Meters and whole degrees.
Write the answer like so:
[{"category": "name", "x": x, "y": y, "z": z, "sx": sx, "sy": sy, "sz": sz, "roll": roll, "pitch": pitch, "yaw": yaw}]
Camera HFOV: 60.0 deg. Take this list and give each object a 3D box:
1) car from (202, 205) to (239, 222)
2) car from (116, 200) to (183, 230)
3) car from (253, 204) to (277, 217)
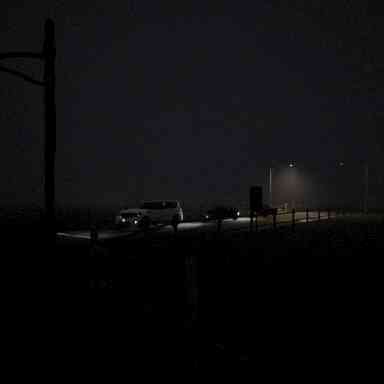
[{"category": "car", "x": 2.849, "y": 2.067, "z": 32.547, "sx": 2.128, "sy": 1.511, "sz": 4.902, "roll": 0, "pitch": -1, "yaw": 36}, {"category": "car", "x": -2.964, "y": 1.608, "z": 24.606, "sx": 2.150, "sy": 2.045, "sz": 5.566, "roll": 0, "pitch": -1, "yaw": 36}, {"category": "car", "x": 8.877, "y": 2.266, "z": 40.777, "sx": 2.128, "sy": 1.511, "sz": 4.902, "roll": 0, "pitch": -1, "yaw": 36}]
